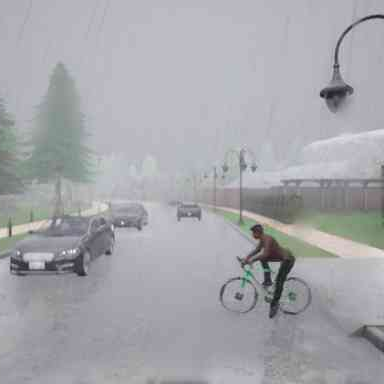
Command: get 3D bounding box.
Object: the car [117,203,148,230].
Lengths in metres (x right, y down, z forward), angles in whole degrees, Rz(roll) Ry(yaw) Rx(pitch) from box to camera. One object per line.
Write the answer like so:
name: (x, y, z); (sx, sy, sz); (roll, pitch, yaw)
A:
car: (-3.848, 1.465, 20.675); (1.837, 1.490, 4.892); (0, 0, -1)

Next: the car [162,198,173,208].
car: (-2.974, 1.512, 46.098); (1.895, 1.301, 4.718); (0, 0, -12)

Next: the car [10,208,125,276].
car: (-3.702, 1.472, 10.329); (2.128, 1.511, 4.902); (0, 0, -1)

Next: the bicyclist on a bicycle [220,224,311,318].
bicyclist on a bicycle: (1.324, 1.407, 5.964); (1.656, 1.620, 0.582); (0, 0, -1)

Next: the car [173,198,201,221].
car: (-0.313, 1.439, 27.065); (2.128, 1.511, 4.902); (0, 0, -3)
